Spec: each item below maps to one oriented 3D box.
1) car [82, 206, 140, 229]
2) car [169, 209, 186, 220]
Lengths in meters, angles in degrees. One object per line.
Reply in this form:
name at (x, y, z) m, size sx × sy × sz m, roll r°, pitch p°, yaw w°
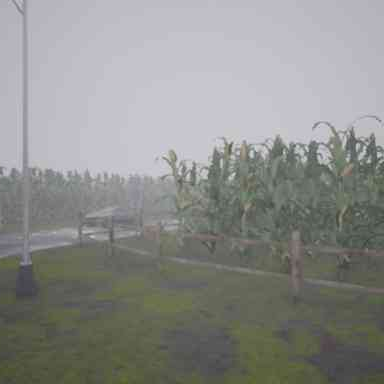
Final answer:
car at (-5.232, 1.645, 22.215) m, size 1.994 × 1.385 × 4.181 m, roll -1°, pitch -1°, yaw 37°
car at (0.298, 1.693, 29.735) m, size 2.033 × 1.411 × 5.357 m, roll -1°, pitch -1°, yaw 36°
